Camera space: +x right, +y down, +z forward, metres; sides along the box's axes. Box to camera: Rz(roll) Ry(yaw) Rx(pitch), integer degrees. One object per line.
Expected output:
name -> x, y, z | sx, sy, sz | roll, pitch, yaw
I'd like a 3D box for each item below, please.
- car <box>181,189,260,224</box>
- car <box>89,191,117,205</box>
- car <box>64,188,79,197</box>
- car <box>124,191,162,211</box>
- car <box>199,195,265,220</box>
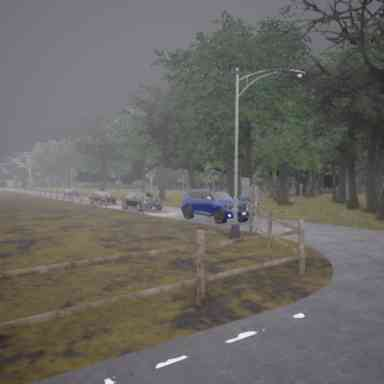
car -> 1.452, 0.854, 21.743 | 2.150, 2.045, 5.566 | 0, 1, -35
car -> -10.358, 0.626, 38.377 | 1.882, 1.535, 5.008 | 0, 1, -35
car -> -21.632, 0.097, 59.318 | 1.837, 1.490, 4.892 | 0, 1, -35
car -> -4.483, 0.741, 30.097 | 2.097, 1.767, 4.553 | 0, 1, -34
car -> 2.857, 1.089, 24.816 | 2.128, 1.511, 4.902 | 0, 1, -35
